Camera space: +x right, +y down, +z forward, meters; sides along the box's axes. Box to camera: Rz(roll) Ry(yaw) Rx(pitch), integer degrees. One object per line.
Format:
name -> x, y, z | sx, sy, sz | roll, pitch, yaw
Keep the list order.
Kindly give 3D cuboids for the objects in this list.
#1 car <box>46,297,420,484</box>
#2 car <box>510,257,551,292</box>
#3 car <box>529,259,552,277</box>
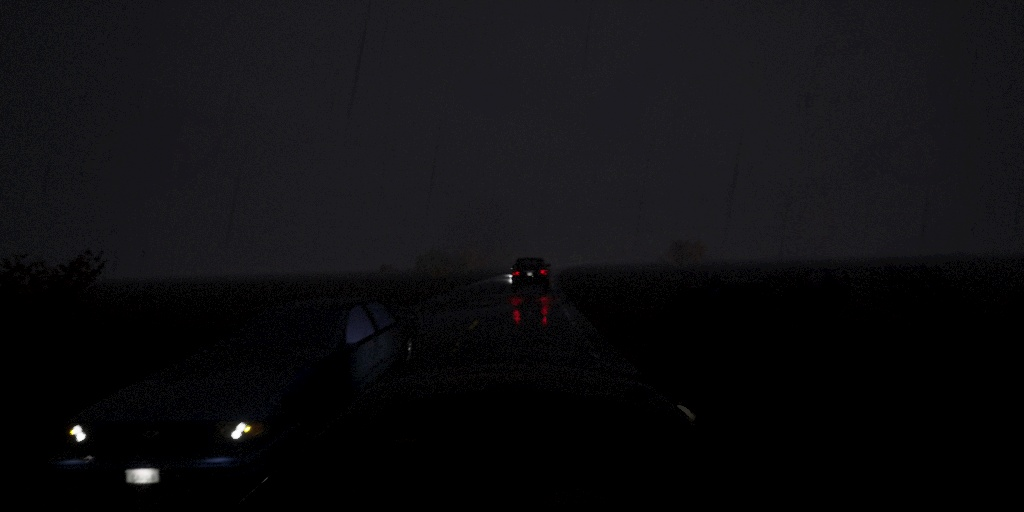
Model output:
car -> -2.923, 1.396, 5.539 | 2.033, 1.411, 5.357 | -1, 0, 1
car -> 1.215, 1.077, 22.345 | 2.150, 2.045, 5.566 | -1, 0, 5
car -> 3.063, 1.256, 38.247 | 2.097, 1.767, 4.553 | -2, 0, 8
